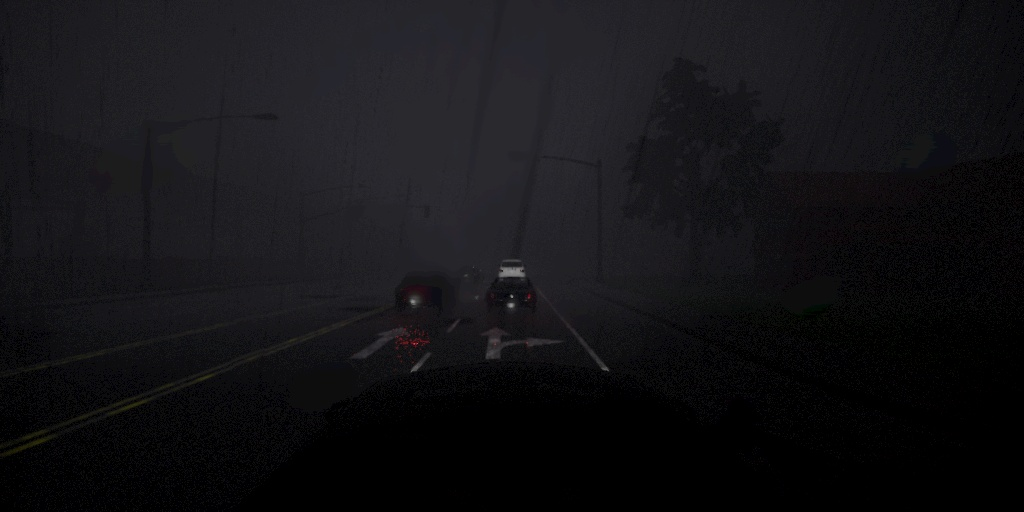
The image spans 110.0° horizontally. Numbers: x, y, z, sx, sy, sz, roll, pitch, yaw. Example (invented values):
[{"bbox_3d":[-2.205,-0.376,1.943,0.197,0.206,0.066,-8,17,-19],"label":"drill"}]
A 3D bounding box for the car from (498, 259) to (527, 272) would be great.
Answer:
[{"bbox_3d":[0.013,1.287,29.386,2.150,2.045,5.566,0,0,0],"label":"car"}]

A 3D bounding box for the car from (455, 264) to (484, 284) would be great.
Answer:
[{"bbox_3d":[-3.479,1.638,30.312,1.994,1.385,4.181,0,-1,1],"label":"car"}]

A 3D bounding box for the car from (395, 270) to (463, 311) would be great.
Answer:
[{"bbox_3d":[-3.481,1.411,15.331,1.837,1.490,4.892,0,0,0],"label":"car"}]

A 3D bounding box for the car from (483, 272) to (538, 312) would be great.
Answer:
[{"bbox_3d":[0.016,1.502,15.080,1.895,1.301,4.718,0,-1,0],"label":"car"}]
